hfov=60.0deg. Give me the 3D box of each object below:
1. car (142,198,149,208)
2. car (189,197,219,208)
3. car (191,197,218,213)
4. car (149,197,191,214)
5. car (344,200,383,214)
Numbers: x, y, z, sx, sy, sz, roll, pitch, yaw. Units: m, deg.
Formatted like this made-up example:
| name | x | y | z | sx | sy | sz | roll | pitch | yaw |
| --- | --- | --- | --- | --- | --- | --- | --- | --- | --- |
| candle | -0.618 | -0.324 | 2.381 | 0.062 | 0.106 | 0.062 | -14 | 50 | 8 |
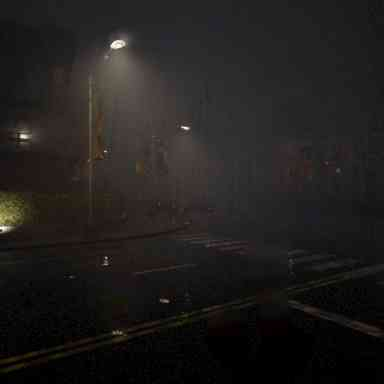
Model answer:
| name | x | y | z | sx | sy | sz | roll | pitch | yaw |
| --- | --- | --- | --- | --- | --- | --- | --- | --- | --- |
| car | -5.113 | 1.492 | 45.110 | 2.128 | 1.511 | 4.902 | 0 | 0 | -34 |
| car | 1.760 | 1.478 | 49.498 | 1.882 | 1.535 | 5.008 | 0 | 0 | -35 |
| car | 0.688 | 1.564 | 36.683 | 1.994 | 1.385 | 4.181 | 0 | 0 | -35 |
| car | -2.397 | 1.526 | 34.987 | 1.812 | 1.442 | 4.674 | 0 | 0 | -35 |
| car | 18.248 | 1.547 | 33.475 | 5.357 | 1.411 | 2.033 | 0 | 0 | 30 |
